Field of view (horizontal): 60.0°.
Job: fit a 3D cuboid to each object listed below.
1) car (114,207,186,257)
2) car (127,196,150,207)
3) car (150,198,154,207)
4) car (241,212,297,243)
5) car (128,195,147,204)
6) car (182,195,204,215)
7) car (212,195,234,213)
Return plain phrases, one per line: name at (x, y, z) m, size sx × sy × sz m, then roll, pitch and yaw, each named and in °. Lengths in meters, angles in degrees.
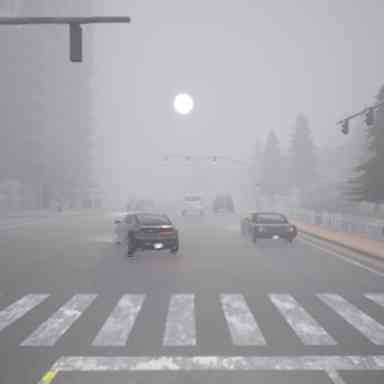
car at (-1.944, 1.562, 13.435) m, size 1.837 × 1.490 × 4.892 m, roll 1°, pitch -1°, yaw -20°
car at (-7.091, 1.620, 42.553) m, size 2.128 × 1.511 × 4.902 m, roll 0°, pitch 0°, yaw 0°
car at (-7.214, 1.711, 54.498) m, size 2.033 × 1.411 × 5.357 m, roll 0°, pitch 0°, yaw -2°
car at (3.594, 1.656, 16.488) m, size 1.895 × 1.301 × 4.718 m, roll 0°, pitch 0°, yaw 0°
car at (-11.286, 1.560, 68.864) m, size 2.097 × 1.767 × 4.553 m, roll 0°, pitch 0°, yaw -34°
car at (0.093, 1.329, 35.639) m, size 2.150 × 2.045 × 5.566 m, roll 0°, pitch 0°, yaw 0°
car at (3.594, 1.341, 39.323) m, size 2.150 × 2.045 × 5.566 m, roll 0°, pitch 0°, yaw 0°
